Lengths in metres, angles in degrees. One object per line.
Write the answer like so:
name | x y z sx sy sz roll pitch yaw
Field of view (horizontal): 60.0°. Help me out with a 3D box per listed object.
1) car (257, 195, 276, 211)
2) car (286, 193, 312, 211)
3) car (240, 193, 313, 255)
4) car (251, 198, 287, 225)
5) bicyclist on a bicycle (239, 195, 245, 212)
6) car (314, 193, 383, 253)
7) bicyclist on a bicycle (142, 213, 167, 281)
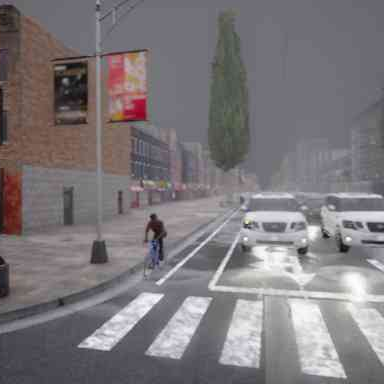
car | 7.872 1.100 35.358 1.882 1.535 5.008 0 1 12
car | 11.026 0.972 34.557 2.097 1.767 4.553 0 0 12
car | 3.187 1.074 13.171 2.150 2.045 5.566 0 1 12
car | 5.204 1.244 22.716 2.128 1.511 4.902 0 1 12
bicyclist on a bicycle | 4.764 1.120 31.894 0.582 1.620 1.656 0 1 13
car | 6.495 1.062 13.096 2.150 2.045 5.566 0 1 12
bicyclist on a bicycle | -0.941 1.366 8.653 0.582 1.620 1.656 0 1 14
